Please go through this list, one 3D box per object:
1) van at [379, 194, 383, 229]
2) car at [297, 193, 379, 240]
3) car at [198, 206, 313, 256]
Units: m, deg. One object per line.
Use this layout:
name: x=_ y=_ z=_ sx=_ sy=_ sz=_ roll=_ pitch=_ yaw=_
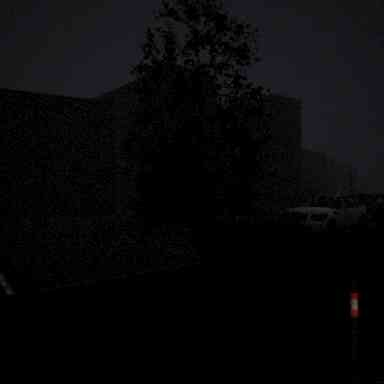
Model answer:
van: x=10.780 y=1.069 z=19.788 sx=4.442 sy=1.987 sz=1.878 roll=1 pitch=0 yaw=-44
car: x=6.617 y=1.084 z=16.189 sx=5.566 sy=2.045 sz=2.435 roll=1 pitch=0 yaw=-42
car: x=2.285 y=1.415 z=12.704 sx=4.674 sy=1.452 sz=2.002 roll=1 pitch=0 yaw=-38
